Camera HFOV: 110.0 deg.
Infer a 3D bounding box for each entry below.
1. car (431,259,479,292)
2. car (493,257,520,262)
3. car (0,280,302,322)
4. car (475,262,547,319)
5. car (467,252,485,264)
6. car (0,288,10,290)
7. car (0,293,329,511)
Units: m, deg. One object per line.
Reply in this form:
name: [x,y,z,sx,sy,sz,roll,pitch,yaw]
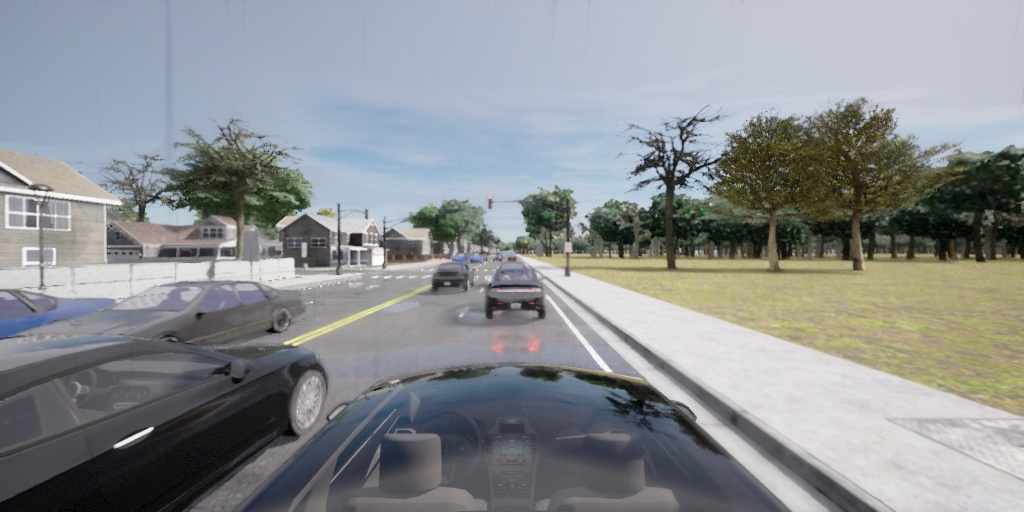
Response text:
car: [-3.141,1.082,19.827,1.837,1.490,4.892,0,0,0]
car: [0.054,1.039,21.718,1.882,1.535,5.008,0,1,1]
car: [-6.596,1.241,7.568,2.033,1.411,5.357,0,1,0]
car: [0.107,1.142,12.263,2.128,1.511,4.902,0,1,0]
car: [-6.489,0.606,65.013,1.882,1.535,5.008,0,1,1]
car: [-9.848,1.256,5.822,2.033,1.411,5.357,0,1,0]
car: [-3.146,1.268,2.439,1.812,1.442,4.674,0,1,0]
